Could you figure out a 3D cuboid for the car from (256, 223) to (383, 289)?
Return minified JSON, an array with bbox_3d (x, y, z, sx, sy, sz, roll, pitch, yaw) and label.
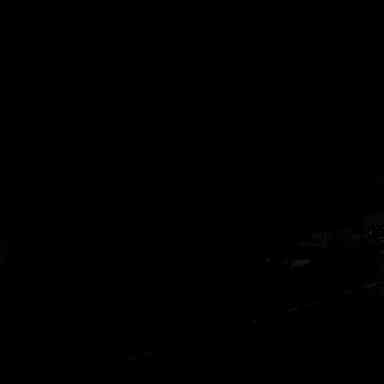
[{"bbox_3d":[3.675,1.660,9.363,4.206,1.307,1.802,1,0,-35],"label":"car"}]
